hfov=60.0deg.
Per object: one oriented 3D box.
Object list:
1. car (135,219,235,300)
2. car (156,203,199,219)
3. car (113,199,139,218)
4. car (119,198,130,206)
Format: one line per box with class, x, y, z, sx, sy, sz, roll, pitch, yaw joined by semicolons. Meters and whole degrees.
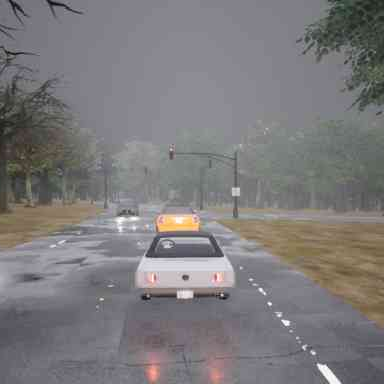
car;-0.202;1.605;8.352;1.895;1.301;4.718;0;0;-2
car;-0.775;1.361;17.324;2.097;1.767;4.553;0;0;-4
car;-5.939;1.597;30.965;1.994;1.385;4.181;0;0;-8
car;-14.183;2.077;69.482;1.812;1.442;4.674;0;-1;-16
